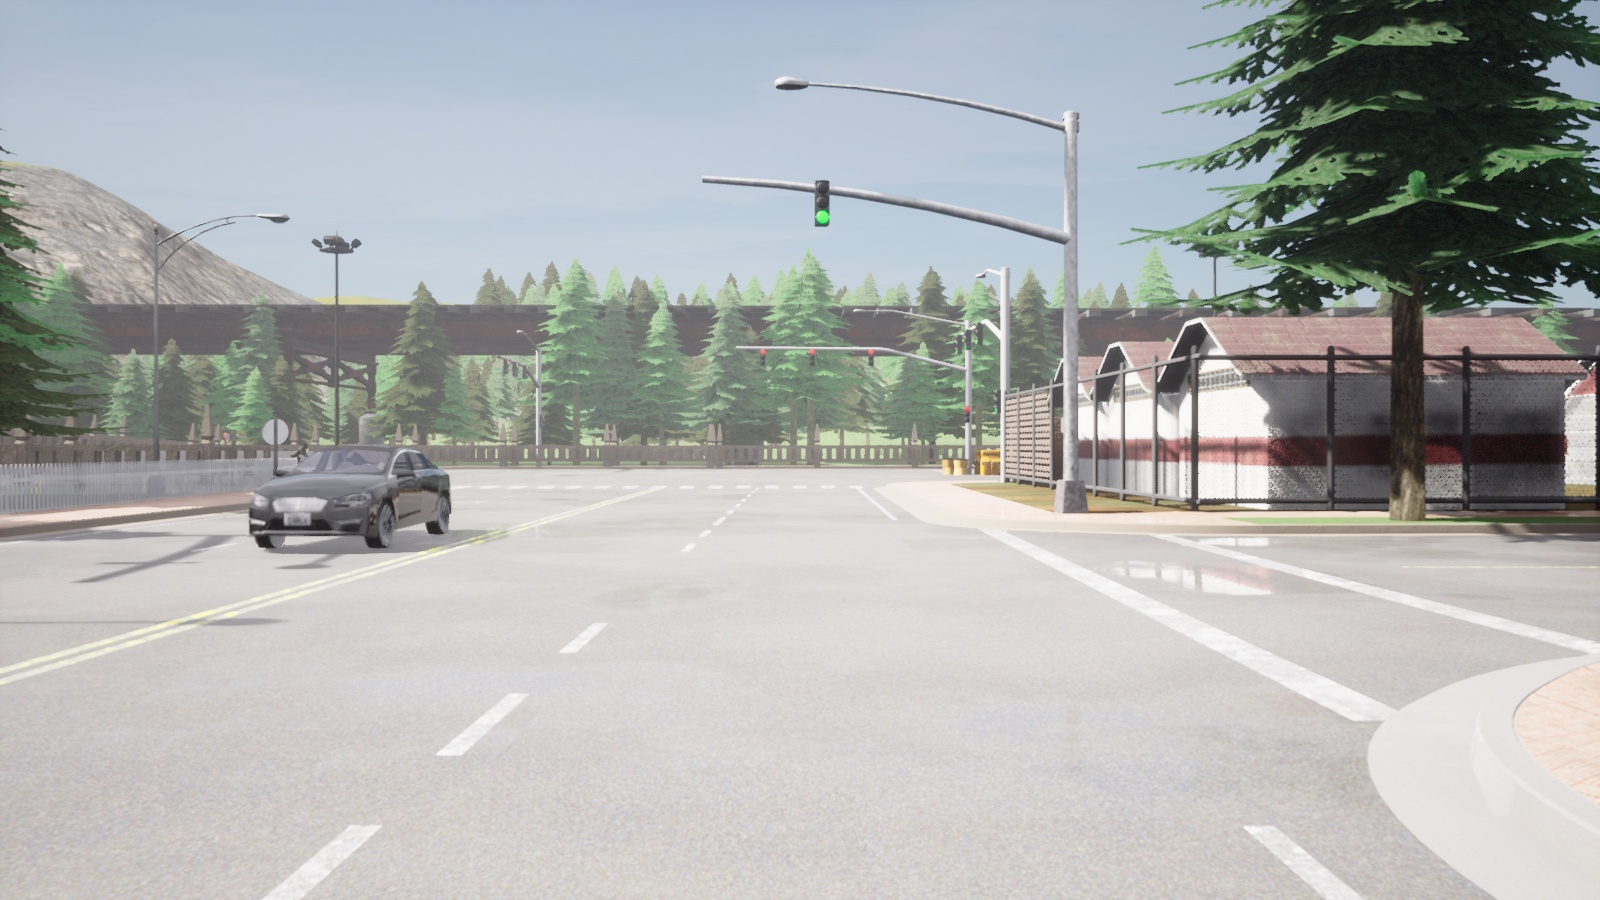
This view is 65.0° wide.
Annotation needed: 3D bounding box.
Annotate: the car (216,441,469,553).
[{"bbox_3d":[-6.872,0.631,19.548,2.128,1.511,4.902,0,0,0],"label":"car"}]
